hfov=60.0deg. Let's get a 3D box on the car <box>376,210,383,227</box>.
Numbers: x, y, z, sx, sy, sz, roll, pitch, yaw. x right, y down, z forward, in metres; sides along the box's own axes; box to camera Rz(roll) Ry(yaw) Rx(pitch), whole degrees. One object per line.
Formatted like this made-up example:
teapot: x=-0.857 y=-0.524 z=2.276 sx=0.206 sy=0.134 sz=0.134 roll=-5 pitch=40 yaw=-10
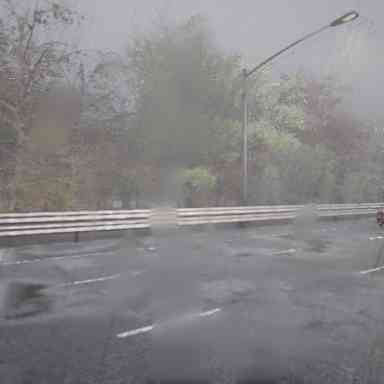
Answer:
car: x=14.514 y=1.618 z=22.622 sx=5.008 sy=1.535 sz=1.882 roll=0 pitch=0 yaw=-35
